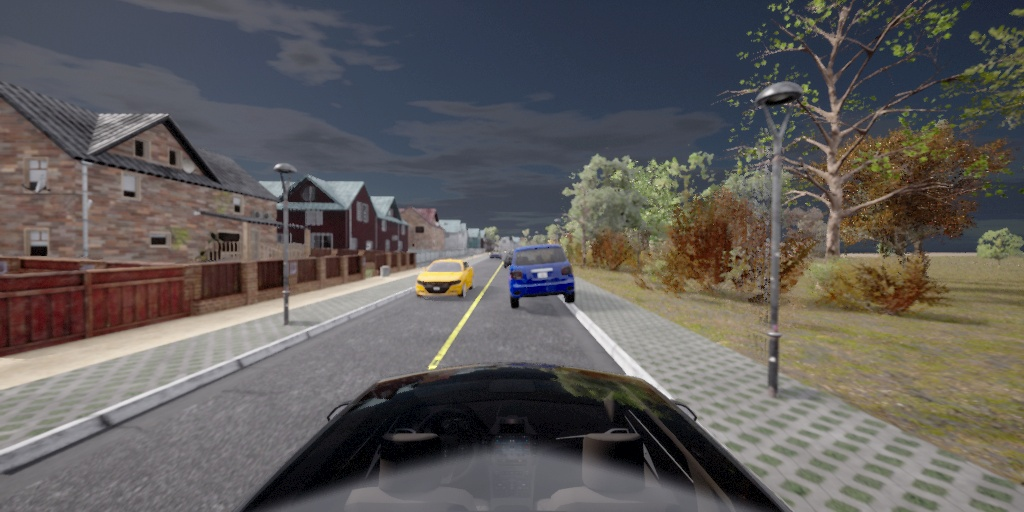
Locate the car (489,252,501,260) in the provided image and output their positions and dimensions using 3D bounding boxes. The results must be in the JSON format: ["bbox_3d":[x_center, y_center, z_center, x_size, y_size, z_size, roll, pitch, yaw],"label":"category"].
[{"bbox_3d":[-2.576,-0.022,56.908,1.895,1.301,4.718,0,1,1],"label":"car"}]

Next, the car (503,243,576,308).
[{"bbox_3d":[0.942,0.608,13.536,2.150,2.045,5.566,-5,1,0],"label":"car"}]

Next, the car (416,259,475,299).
[{"bbox_3d":[-2.788,0.880,15.800,1.882,1.535,5.008,0,1,0],"label":"car"}]
